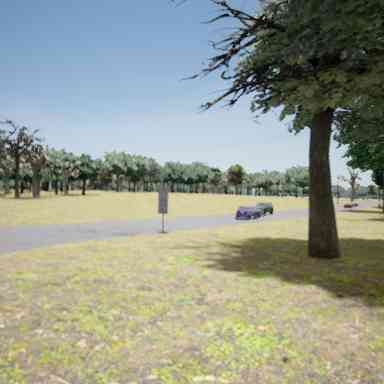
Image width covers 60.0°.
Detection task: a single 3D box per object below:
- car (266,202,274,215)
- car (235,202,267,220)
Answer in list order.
[{"bbox_3d":[11.704,2.722,55.035,2.150,2.045,5.566,1,-1,35],"label":"car"},{"bbox_3d":[7.453,2.558,42.884,2.097,1.767,4.553,1,-1,35],"label":"car"}]
